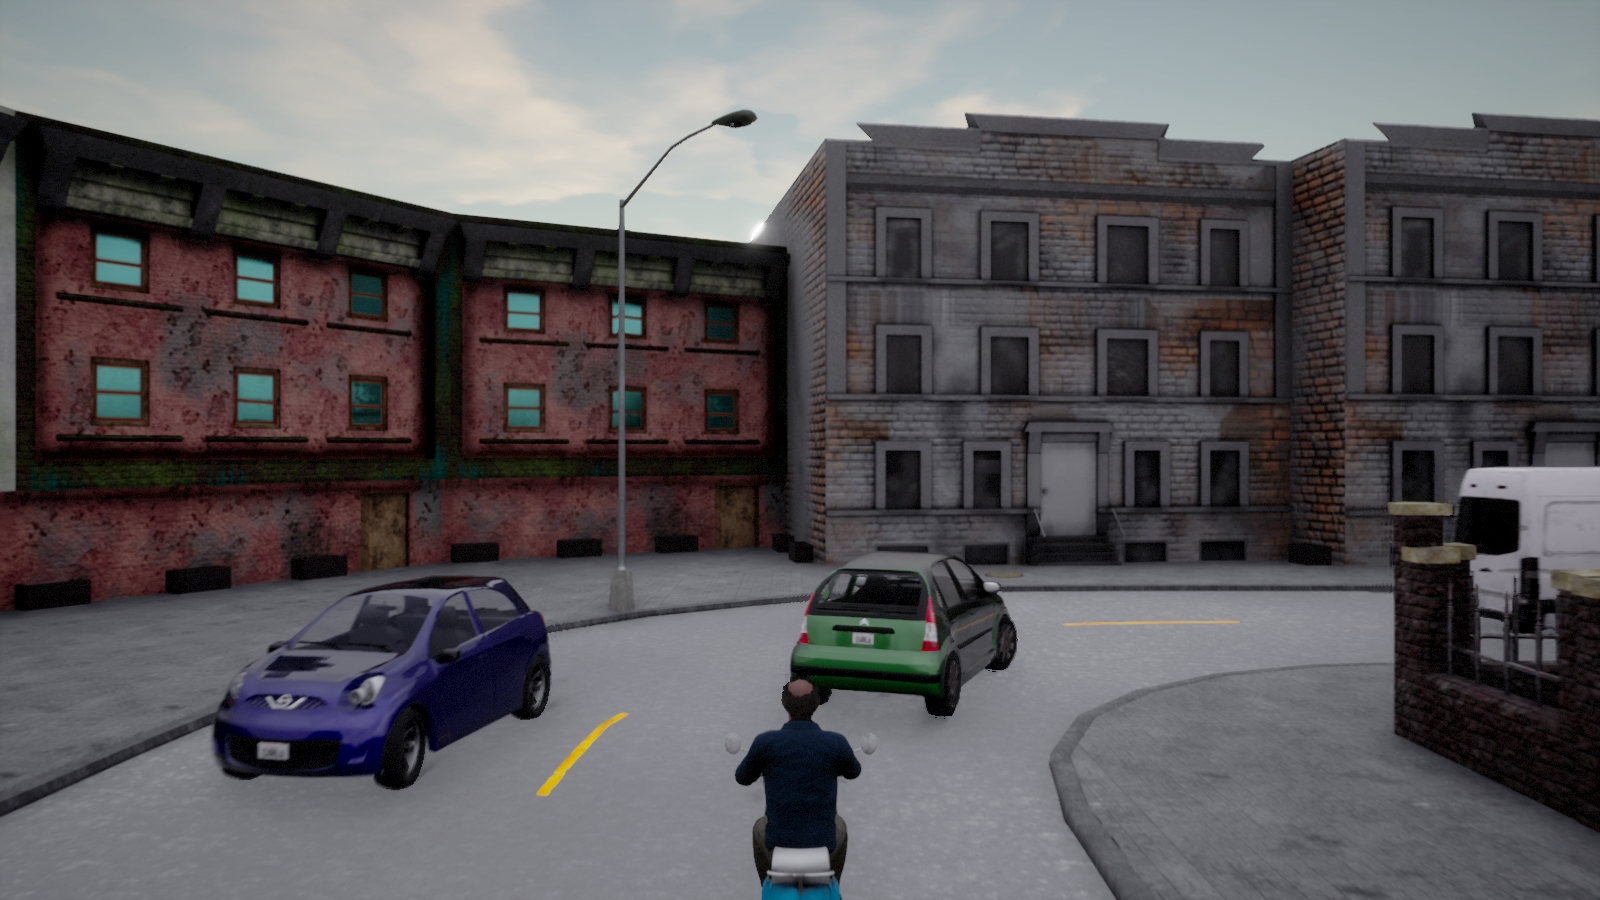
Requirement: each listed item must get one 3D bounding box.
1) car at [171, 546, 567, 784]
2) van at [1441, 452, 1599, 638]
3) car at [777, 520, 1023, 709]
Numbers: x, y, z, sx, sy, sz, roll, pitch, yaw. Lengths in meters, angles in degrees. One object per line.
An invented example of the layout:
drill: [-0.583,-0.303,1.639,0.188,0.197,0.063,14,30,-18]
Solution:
car: [-3.780,1.819,10.751,1.845,1.501,3.633,0,0,11]
van: [12.916,1.314,16.761,5.915,2.561,1.988,0,0,0]
car: [1.352,1.781,13.632,1.851,1.617,3.988,0,0,22]
